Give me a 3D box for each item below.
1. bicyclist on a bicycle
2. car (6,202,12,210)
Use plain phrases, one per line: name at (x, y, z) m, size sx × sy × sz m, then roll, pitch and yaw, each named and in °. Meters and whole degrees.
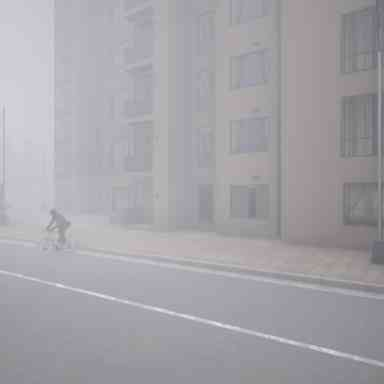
bicyclist on a bicycle at (-4.647, 1.418, 11.526) m, size 0.582 × 1.620 × 1.656 m, roll 0°, pitch 1°, yaw 33°
car at (-22.966, 1.428, 37.597) m, size 2.128 × 1.511 × 4.902 m, roll 0°, pitch 0°, yaw 34°
